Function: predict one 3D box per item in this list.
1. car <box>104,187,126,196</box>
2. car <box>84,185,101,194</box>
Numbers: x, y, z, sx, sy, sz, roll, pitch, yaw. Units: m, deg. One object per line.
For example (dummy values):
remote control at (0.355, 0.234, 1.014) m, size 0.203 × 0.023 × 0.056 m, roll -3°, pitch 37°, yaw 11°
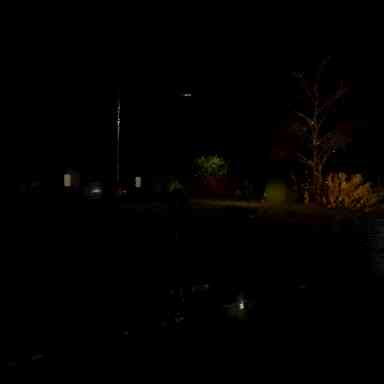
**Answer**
car at (-12.025, -0.095, 51.697) m, size 1.895 × 1.301 × 4.718 m, roll 0°, pitch 2°, yaw -36°
car at (-17.861, -0.525, 59.782) m, size 2.128 × 1.511 × 4.902 m, roll 0°, pitch 2°, yaw -36°
